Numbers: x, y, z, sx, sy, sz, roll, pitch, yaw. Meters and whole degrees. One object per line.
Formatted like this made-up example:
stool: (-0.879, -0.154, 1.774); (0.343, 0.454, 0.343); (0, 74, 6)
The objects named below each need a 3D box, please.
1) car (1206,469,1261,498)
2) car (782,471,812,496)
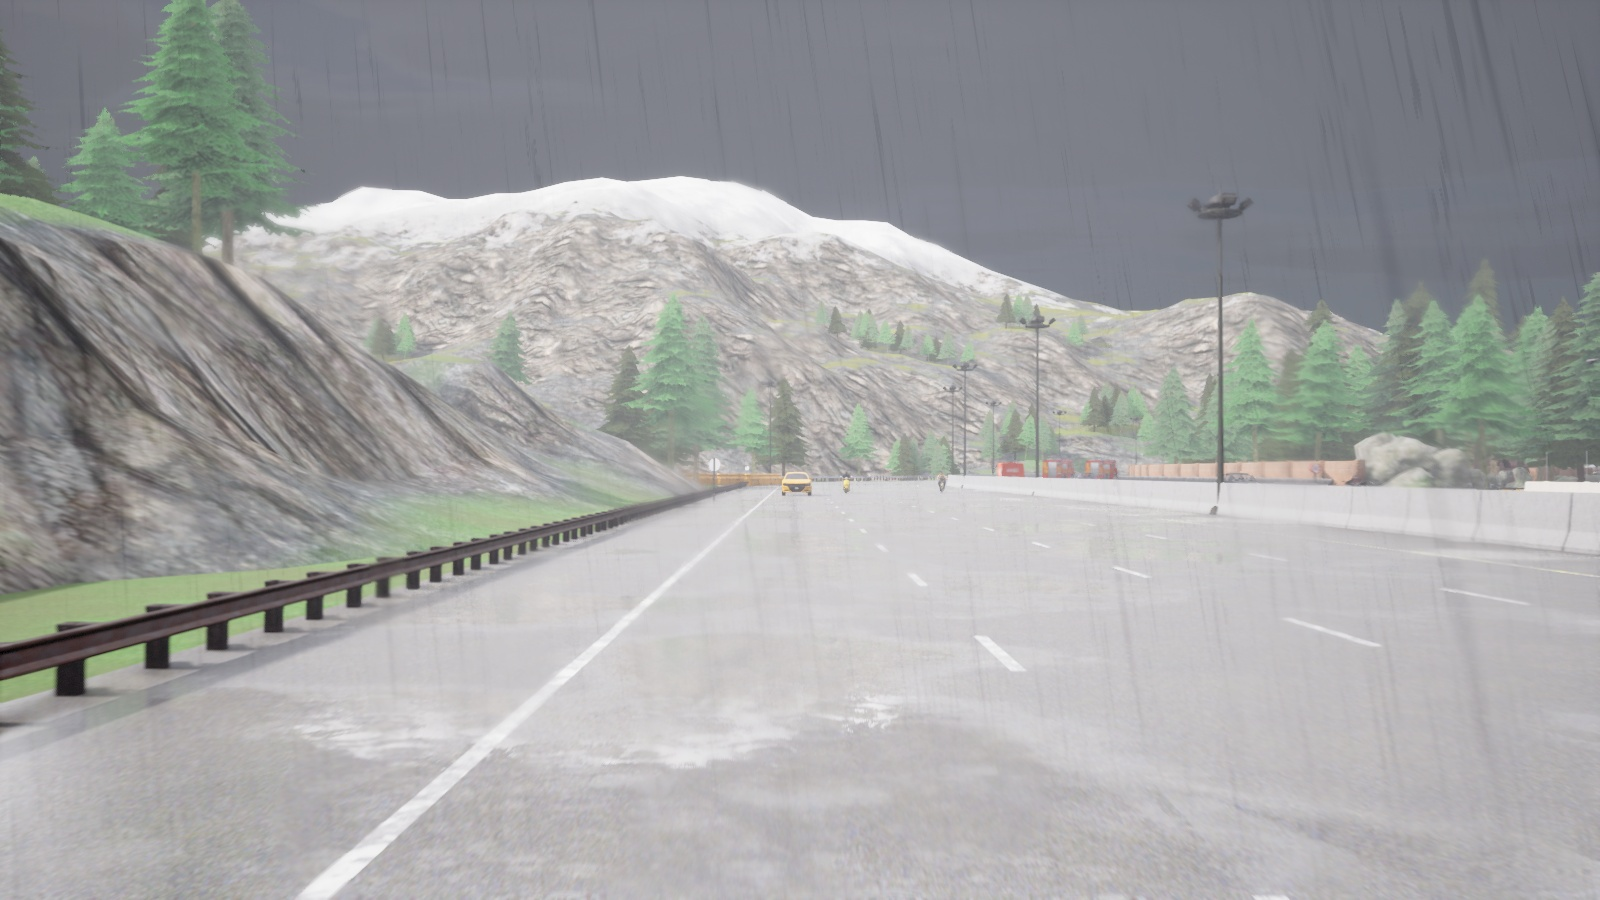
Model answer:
car: (24.329, 1.881, 70.529); (1.789, 1.549, 3.705); (0, 0, 0)
car: (-0.193, 2.133, 80.011); (1.882, 1.535, 5.008); (0, -1, 0)
